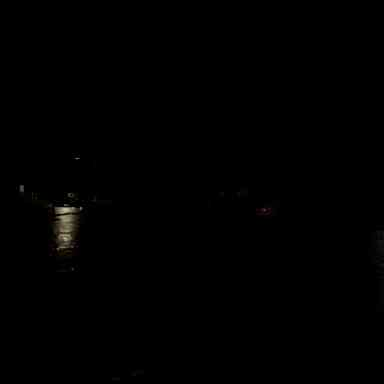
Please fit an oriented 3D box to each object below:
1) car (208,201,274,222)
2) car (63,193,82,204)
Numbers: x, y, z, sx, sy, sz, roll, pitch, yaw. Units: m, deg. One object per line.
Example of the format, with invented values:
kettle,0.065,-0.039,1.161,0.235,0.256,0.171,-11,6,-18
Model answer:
car,3.472,1.340,24.668,2.033,1.411,5.357,-1,1,-37
car,-18.158,0.956,50.471,2.128,1.511,4.902,-1,1,-35
